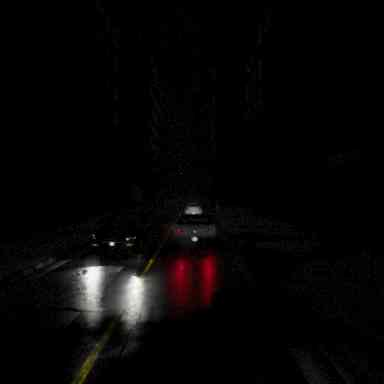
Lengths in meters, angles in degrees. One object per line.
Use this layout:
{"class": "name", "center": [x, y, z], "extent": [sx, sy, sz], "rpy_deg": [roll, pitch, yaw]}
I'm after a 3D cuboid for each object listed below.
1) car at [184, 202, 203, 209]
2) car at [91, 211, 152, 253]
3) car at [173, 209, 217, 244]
{"class": "car", "center": [0.146, 1.763, 32.935], "extent": [1.812, 1.442, 4.674], "rpy_deg": [0, 0, 0]}
{"class": "car", "center": [-2.831, 1.610, 14.195], "extent": [1.837, 1.490, 4.892], "rpy_deg": [0, 0, 0]}
{"class": "car", "center": [0.123, 1.722, 16.372], "extent": [1.895, 1.301, 4.718], "rpy_deg": [0, 0, 0]}
